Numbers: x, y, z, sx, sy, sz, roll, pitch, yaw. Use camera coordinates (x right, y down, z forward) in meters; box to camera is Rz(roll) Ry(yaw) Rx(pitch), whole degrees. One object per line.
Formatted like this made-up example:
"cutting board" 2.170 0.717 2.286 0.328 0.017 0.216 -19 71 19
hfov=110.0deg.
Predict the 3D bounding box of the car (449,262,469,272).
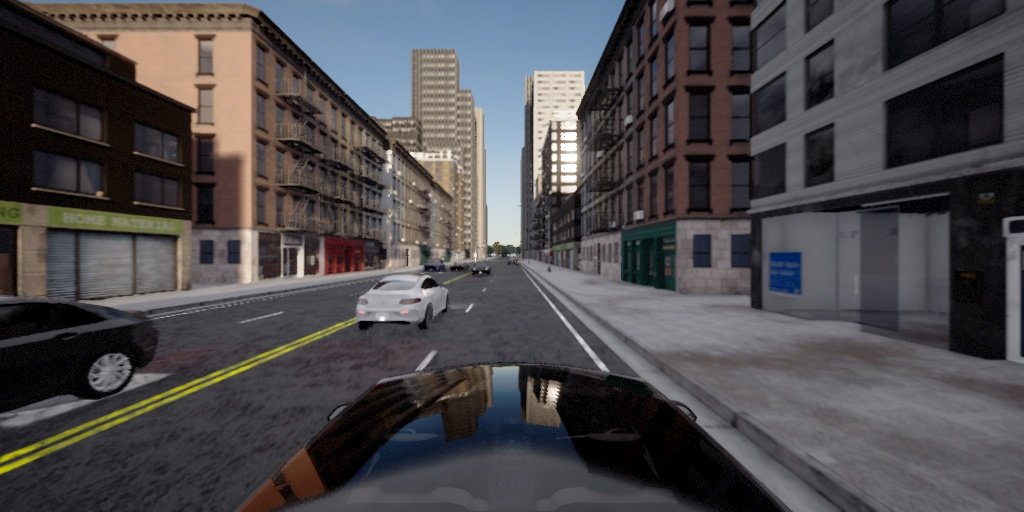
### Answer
"car" -6.580 1.342 44.876 1.895 1.301 4.718 0 0 0

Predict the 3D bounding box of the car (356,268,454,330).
"car" -3.150 1.273 11.013 1.812 1.442 4.674 0 0 0

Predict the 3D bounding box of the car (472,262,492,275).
"car" -3.146 1.343 38.394 1.895 1.301 4.718 0 0 0

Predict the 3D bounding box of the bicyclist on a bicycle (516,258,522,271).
"bicyclist on a bicycle" 0.894 1.178 47.404 0.866 1.612 1.509 0 0 0

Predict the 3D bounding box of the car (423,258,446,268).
"car" -9.822 1.094 45.649 2.097 1.767 4.553 0 0 0

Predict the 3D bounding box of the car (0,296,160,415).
"car" -6.600 1.255 3.700 1.837 1.490 4.892 0 0 0

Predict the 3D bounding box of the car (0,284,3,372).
"car" -9.850 1.241 3.741 2.128 1.511 4.902 0 0 0
